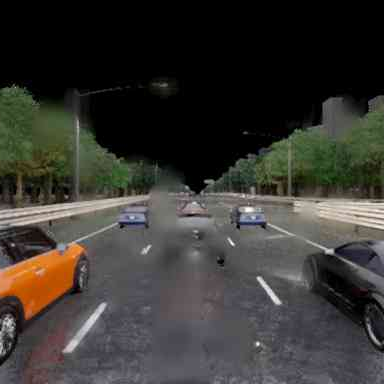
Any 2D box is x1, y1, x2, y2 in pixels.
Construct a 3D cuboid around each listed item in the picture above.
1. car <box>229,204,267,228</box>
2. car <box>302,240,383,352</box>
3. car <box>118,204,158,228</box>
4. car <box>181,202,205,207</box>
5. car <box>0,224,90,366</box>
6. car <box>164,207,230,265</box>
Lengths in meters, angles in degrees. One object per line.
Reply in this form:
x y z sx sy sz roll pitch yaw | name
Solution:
3.557 1.520 21.710 2.033 1.411 5.357 0 0 0 | car
3.558 1.563 6.137 1.994 1.385 4.181 0 0 0 | car
-3.444 1.519 21.795 2.033 1.411 5.357 0 0 1 | car
0.082 1.510 27.176 1.994 1.385 4.181 0 0 0 | car
-3.443 1.350 5.938 2.097 1.767 4.553 0 0 0 | car
0.082 1.499 11.634 1.837 1.490 4.892 0 0 0 | car
